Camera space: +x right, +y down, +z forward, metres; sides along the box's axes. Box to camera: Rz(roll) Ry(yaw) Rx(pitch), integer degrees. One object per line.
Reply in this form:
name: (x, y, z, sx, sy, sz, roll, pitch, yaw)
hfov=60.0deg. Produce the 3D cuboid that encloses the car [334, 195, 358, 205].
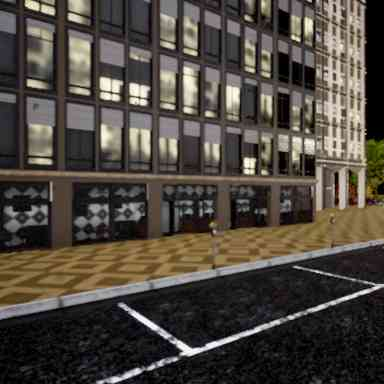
car: (25.690, 1.413, 56.513, 2.192, 1.841, 5.009, -1, 0, -36)

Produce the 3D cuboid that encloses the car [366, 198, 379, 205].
car: (32.128, 1.670, 61.384, 1.802, 1.307, 4.206, -1, 0, -36)
